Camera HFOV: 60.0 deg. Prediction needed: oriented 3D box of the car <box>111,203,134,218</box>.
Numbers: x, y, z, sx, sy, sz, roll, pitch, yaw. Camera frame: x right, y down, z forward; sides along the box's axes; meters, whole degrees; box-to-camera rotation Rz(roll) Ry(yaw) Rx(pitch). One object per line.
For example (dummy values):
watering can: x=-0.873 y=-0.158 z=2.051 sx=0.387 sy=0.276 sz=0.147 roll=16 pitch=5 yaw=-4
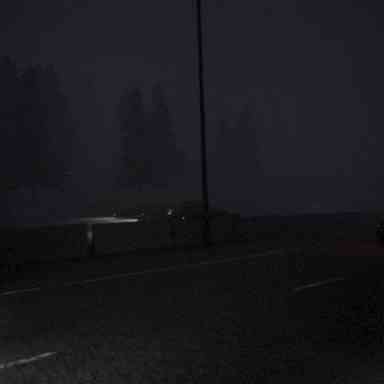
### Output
car: x=-4.652 y=1.621 z=30.767 sx=5.357 sy=1.411 sz=2.033 roll=1 pitch=0 yaw=-35

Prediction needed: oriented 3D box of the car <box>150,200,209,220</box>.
car: x=-0.438 y=1.427 z=25.173 sx=4.553 sy=1.767 sz=2.097 roll=1 pitch=0 yaw=-35

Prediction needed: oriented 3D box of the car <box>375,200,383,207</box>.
car: x=31.094 y=1.834 z=51.840 sx=4.892 sy=1.490 sz=1.837 roll=1 pitch=-1 yaw=-35

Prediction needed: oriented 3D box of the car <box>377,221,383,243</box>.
car: x=10.369 y=1.628 z=15.440 sx=4.674 sy=1.442 sz=1.812 roll=1 pitch=0 yaw=-35

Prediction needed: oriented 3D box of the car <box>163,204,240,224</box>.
car: x=0.818 y=1.668 z=21.771 sx=4.718 sy=1.301 sz=1.895 roll=1 pitch=0 yaw=-35

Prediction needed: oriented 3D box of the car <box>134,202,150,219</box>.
car: x=-2.335 y=1.640 z=28.118 sx=4.181 sy=1.385 sz=1.994 roll=1 pitch=0 yaw=-35

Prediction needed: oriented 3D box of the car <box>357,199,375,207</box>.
car: x=29.064 y=1.876 z=54.692 sx=5.008 sy=1.535 sz=1.882 roll=1 pitch=-1 yaw=-35
